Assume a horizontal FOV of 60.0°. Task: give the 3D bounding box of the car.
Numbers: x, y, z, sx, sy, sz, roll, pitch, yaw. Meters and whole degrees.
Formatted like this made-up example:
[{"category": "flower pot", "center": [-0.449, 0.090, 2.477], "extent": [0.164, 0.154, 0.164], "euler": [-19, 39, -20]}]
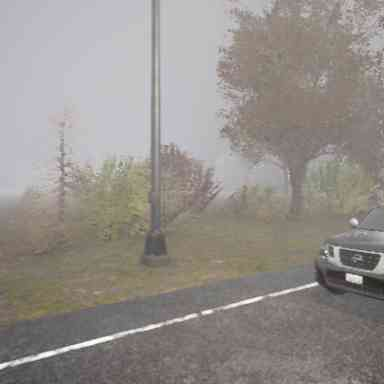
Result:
[{"category": "car", "center": [5.223, 1.221, 7.615], "extent": [5.566, 2.045, 2.150], "euler": [0, 0, -35]}]
